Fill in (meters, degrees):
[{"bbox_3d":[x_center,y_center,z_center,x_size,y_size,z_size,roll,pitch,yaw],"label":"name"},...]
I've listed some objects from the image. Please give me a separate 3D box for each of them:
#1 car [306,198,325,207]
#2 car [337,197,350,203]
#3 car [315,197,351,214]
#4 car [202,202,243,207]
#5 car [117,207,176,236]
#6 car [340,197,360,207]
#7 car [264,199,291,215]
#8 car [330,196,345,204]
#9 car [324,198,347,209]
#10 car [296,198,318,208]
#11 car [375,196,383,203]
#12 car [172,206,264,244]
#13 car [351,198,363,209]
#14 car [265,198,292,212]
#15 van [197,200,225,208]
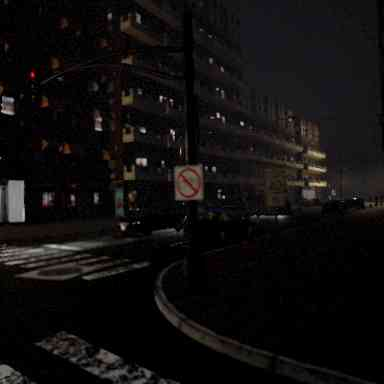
[{"bbox_3d":[20.920,1.729,56.294,1.947,1.339,4.313,-2,-1,36],"label":"car"},{"bbox_3d":[33.908,1.715,74.401,1.802,1.307,4.206,-2,-1,36],"label":"car"},{"bbox_3d":[14.335,1.503,33.599,1.947,1.339,4.313,-2,-1,36],"label":"car"},{"bbox_3d":[3.172,1.743,27.321,1.895,1.301,4.718,-2,-1,36],"label":"car"},{"bbox_3d":[-2.286,1.655,19.735,2.128,1.511,4.902,-2,-1,35],"label":"car"},{"bbox_3d":[25.269,1.581,53.078,1.895,1.301,4.718,-2,-1,37],"label":"car"},{"bbox_3d":[9.215,1.647,35.733,1.812,1.442,4.674,-2,-1,36],"label":"car"},{"bbox_3d":[30.561,1.665,69.737,1.752,1.417,4.829,-2,-1,36],"label":"car"},{"bbox_3d":[19.461,1.561,44.961,1.994,1.385,4.181,-2,-1,35],"label":"car"},{"bbox_3d":[17.573,1.697,51.630,1.752,1.417,4.829,-2,-1,36],"label":"car"},{"bbox_3d":[37.063,1.456,65.287,1.802,1.307,4.206,-2,-1,36],"label":"car"},{"bbox_3d":[1.348,1.535,15.492,2.008,1.369,4.403,-2,-1,36],"label":"car"},{"bbox_3d":[20.829,1.482,42.652,1.947,1.339,4.313,-2,-1,36],"label":"car"},{"bbox_3d":[11.177,1.632,42.716,1.967,1.590,4.097,-2,-1,36],"label":"car"},{"bbox_3d":[1.434,1.566,29.137,1.690,1.788,3.998,-2,-1,36],"label":"van"}]
